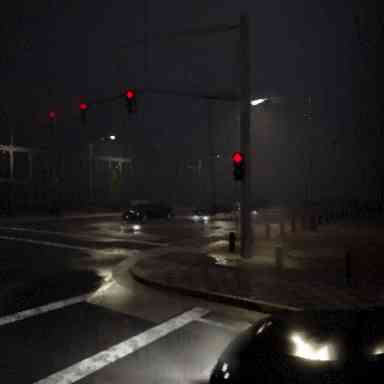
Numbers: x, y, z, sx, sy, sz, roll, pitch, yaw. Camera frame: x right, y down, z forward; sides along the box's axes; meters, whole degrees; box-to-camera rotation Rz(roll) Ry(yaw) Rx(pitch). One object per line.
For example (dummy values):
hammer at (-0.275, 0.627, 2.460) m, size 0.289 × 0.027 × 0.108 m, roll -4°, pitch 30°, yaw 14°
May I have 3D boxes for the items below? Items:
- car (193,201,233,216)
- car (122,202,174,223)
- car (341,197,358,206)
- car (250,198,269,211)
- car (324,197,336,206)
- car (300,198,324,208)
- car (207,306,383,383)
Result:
car at (2.322, 1.637, 34.528) m, size 2.033 × 1.411 × 5.357 m, roll -1°, pitch 0°, yaw 36°
car at (-3.410, 1.594, 26.599) m, size 1.837 × 1.490 × 4.892 m, roll -1°, pitch 0°, yaw 36°
car at (26.143, 1.507, 55.193) m, size 1.882 × 1.535 × 5.008 m, roll -1°, pitch 0°, yaw 36°
car at (8.380, 1.593, 42.884) m, size 1.837 × 1.490 × 4.892 m, roll -1°, pitch 0°, yaw 36°
car at (23.360, 1.605, 57.317) m, size 2.033 × 1.411 × 5.357 m, roll -1°, pitch 0°, yaw 36°
car at (17.529, 1.622, 49.242) m, size 1.994 × 1.385 × 4.181 m, roll -1°, pitch 0°, yaw 36°
car at (2.159, 1.560, 2.453) m, size 4.181 × 1.385 × 1.994 m, roll -1°, pitch 0°, yaw 36°
